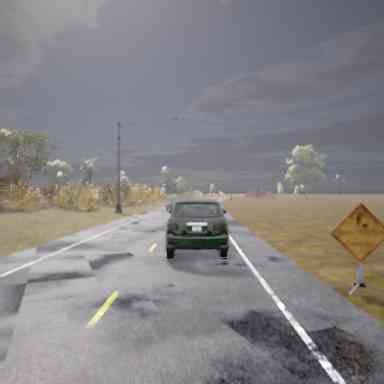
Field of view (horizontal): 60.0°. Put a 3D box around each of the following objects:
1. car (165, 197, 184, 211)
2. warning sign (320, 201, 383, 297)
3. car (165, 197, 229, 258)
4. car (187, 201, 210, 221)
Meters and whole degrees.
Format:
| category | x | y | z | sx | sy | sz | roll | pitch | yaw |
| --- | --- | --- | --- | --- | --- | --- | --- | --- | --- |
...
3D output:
| category | x | y | z | sx | sy | sz | roll | pitch | yaw |
| --- | --- | --- | --- | --- | --- | --- | --- | --- | --- |
| car | -2.327 | 1.534 | 45.218 | 2.097 | 1.767 | 4.553 | 0 | 0 | 3 |
| warning sign | 3.587 | 1.148 | 7.111 | 1.300 | 1.860 | 1.060 | 0 | 0 | 1 |
| car | 0.211 | 1.278 | 13.205 | 2.150 | 2.045 | 5.566 | 0 | 0 | 1 |
| car | 0.642 | 1.628 | 29.486 | 1.837 | 1.490 | 4.892 | 0 | 0 | 2 |
